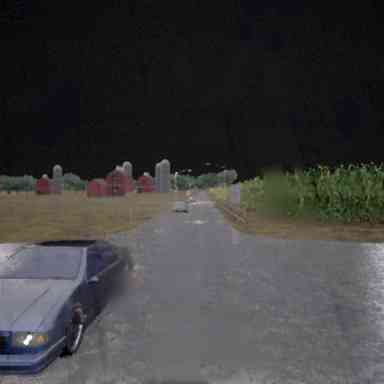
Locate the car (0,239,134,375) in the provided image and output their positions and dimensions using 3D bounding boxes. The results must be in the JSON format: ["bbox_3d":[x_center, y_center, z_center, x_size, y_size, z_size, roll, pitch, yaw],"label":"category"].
[{"bbox_3d":[-2.445,1.646,6.307,2.033,1.411,5.357,0,-2,2],"label":"car"}]

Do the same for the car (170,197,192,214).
[{"bbox_3d":[-1.322,1.743,38.051,1.837,1.490,4.892,0,1,2],"label":"car"}]

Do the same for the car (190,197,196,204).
[{"bbox_3d":[-0.076,1.828,73.524,1.994,1.385,4.181,0,0,2],"label":"car"}]
